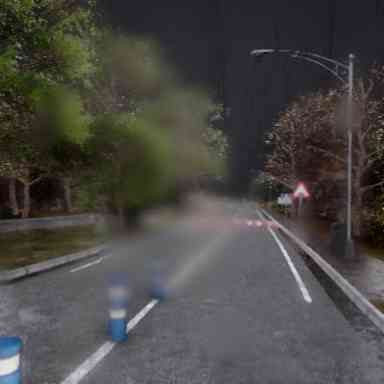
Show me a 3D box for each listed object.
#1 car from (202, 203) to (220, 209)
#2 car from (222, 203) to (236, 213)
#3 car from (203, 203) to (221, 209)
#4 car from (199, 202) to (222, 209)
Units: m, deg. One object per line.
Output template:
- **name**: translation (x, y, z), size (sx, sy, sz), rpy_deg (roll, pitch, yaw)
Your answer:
- **car**: translation (5.244, 3.894, 91.211), size (4.892, 1.521, 2.231), rpy_deg (1, -3, 10)
- **car**: translation (6.744, 2.894, 58.465), size (1.812, 1.442, 4.674), rpy_deg (1, -1, 10)
- **car**: translation (5.715, 4.036, 93.939), size (5.008, 1.535, 2.097), rpy_deg (1, -3, 10)
- **car**: translation (4.962, 3.756, 88.453), size (5.366, 1.575, 1.946), rpy_deg (1, -3, 10)
